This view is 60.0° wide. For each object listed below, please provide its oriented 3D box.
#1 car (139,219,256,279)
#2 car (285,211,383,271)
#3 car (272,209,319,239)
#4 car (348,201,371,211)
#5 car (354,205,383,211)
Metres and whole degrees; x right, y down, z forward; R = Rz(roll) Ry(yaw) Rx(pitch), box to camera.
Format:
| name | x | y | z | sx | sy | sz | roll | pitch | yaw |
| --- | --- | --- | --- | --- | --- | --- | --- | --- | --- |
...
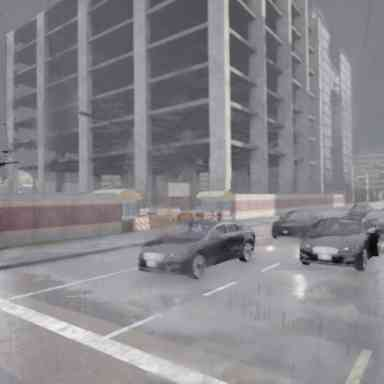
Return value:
| name | x | y | z | sx | sy | sz | roll | pitch | yaw |
| --- | --- | --- | --- | --- | --- | --- | --- | --- | --- |
| car | 0.391 | 1.679 | 10.875 | 2.128 | 1.511 | 4.902 | -1 | -1 | 37 |
| car | 5.290 | 1.626 | 11.566 | 2.128 | 1.511 | 4.902 | -1 | -1 | 37 |
| car | 6.099 | 1.719 | 18.462 | 1.882 | 1.535 | 5.008 | -1 | -1 | 37 |
| car | 16.423 | 1.843 | 32.130 | 1.837 | 1.490 | 4.892 | -2 | -2 | 37 |
| car | 10.812 | 1.711 | 18.894 | 1.812 | 1.442 | 4.674 | -1 | -1 | 37 |
